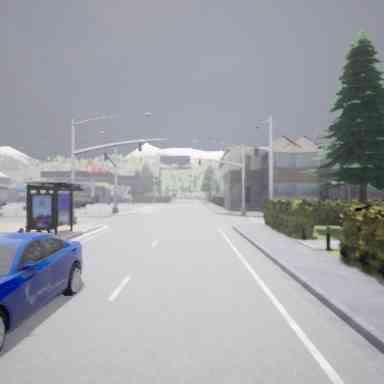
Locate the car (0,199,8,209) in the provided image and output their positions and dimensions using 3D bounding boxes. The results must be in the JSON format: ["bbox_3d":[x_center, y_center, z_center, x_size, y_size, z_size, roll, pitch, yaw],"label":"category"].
[{"bbox_3d":[-28.918,1.746,47.390,2.152,1.636,5.027,0,0,0],"label":"car"}]

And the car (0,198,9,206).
[{"bbox_3d":[-38.260,2.043,65.471,2.007,1.523,4.514,0,0,0],"label":"car"}]

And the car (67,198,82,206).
[{"bbox_3d":[-25.852,2.175,73.255,1.970,1.475,3.806,0,0,0],"label":"car"}]

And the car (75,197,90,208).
[{"bbox_3d":[-18.848,1.956,54.775,2.007,1.523,4.514,0,0,0],"label":"car"}]

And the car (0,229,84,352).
[{"bbox_3d":[-3.558,1.530,6.066,1.882,1.535,5.008,0,-1,0],"label":"car"}]

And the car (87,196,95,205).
[{"bbox_3d":[-22.527,1.886,72.651,1.905,1.878,3.866,0,0,0],"label":"car"}]

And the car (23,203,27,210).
[{"bbox_3d":[-22.501,1.829,47.722,1.970,1.475,3.806,0,0,0],"label":"car"}]
